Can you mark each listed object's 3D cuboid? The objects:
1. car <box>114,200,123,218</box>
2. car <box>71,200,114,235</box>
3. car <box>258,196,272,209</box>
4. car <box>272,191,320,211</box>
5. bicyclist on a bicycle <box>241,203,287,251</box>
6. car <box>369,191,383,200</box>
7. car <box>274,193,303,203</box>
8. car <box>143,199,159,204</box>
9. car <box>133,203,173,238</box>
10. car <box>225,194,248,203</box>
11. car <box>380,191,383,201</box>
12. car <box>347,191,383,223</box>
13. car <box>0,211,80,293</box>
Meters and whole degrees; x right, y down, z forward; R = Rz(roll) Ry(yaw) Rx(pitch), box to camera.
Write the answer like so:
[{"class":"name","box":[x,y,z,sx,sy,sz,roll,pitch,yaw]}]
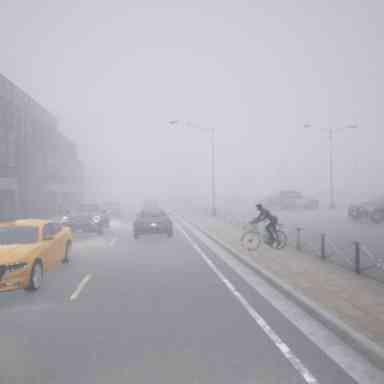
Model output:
[{"class":"car","box":[-7.445,1.534,30.465,2.128,1.511,4.902,-1,1,-7]},{"class":"car","box":[-5.993,1.405,19.095,2.097,1.767,4.553,-1,0,-7]},{"class":"car","box":[9.416,0.824,35.062,4.605,1.855,1.932,-1,0,-8]},{"class":"car","box":[10.201,0.798,32.234,3.866,1.878,1.905,-1,0,-8]},{"class":"bicyclist on a bicycle","box":[2.489,1.215,11.527,1.656,1.620,0.582,-1,0,-7]},{"class":"car","box":[32.961,0.553,56.886,4.514,1.523,2.007,-1,0,-8]},{"class":"car","box":[14.896,0.957,51.513,3.806,1.475,1.970,-1,0,-8]},{"class":"car","box":[-4.898,1.519,39.124,2.033,1.411,5.357,-1,0,-7]},{"class":"car","box":[-2.109,1.546,17.934,1.994,1.385,4.181,-1,0,-7]},{"class":"car","box":[7.153,1.088,53.508,3.633,1.501,1.845,-1,0,-8]},{"class":"car","box":[33.419,0.545,53.782,5.027,1.636,2.152,-1,0,-8]},{"class":"car","box":[11.858,0.881,19.548,5.027,1.636,2.152,-1,0,-8]},{"class":"car","box":[-4.698,1.536,9.185,1.882,1.535,5.008,-1,0,-7]}]
